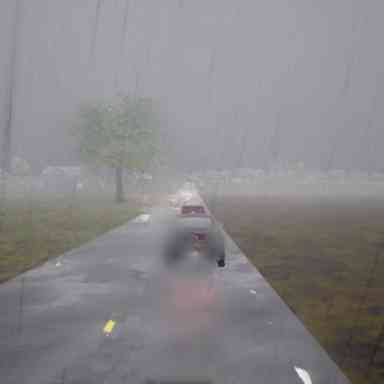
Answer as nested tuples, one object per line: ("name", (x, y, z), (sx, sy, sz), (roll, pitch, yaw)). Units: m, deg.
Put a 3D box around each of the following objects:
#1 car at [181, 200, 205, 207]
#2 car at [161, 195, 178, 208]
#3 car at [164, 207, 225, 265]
("car", (0.079, 1.387, 28.254), (1.882, 1.535, 5.008), (0, 1, 0))
("car", (-2.850, 1.139, 42.994), (1.882, 1.535, 5.008), (0, 1, 0))
("car", (0.081, 1.502, 11.592), (1.837, 1.490, 4.892), (0, 0, 0))
